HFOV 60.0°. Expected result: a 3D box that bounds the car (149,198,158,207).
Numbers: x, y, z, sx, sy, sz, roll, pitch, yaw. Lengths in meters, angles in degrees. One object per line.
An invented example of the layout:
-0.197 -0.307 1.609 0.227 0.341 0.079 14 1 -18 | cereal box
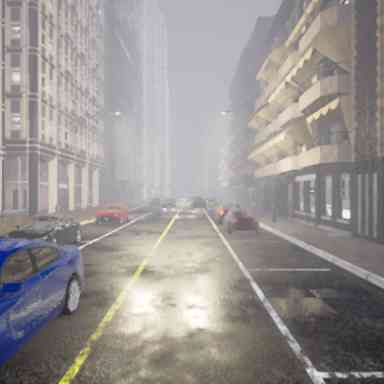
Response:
-5.680 1.584 52.622 1.947 1.339 4.313 0 0 0 | car

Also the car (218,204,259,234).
2.695 1.585 18.730 1.802 1.307 4.206 0 0 0 | car

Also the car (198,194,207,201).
2.708 1.366 86.513 2.192 1.841 5.009 0 0 0 | car

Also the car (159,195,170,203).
-5.676 1.473 69.569 1.967 1.590 4.097 0 0 0 | car

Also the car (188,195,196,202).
0.016 1.434 77.178 1.812 1.442 4.674 0 0 0 | car

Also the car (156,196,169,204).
-5.677 1.578 63.919 2.008 1.369 4.403 0 0 0 | car

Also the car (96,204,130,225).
-5.684 1.549 24.380 1.887 1.381 4.507 0 0 0 | car

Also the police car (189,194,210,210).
0.908 1.437 42.146 1.930 1.638 5.238 0 0 0 | police car

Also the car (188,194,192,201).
0.701 1.370 52.007 2.097 1.767 4.553 0 0 0 | car

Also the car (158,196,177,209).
-3.074 1.561 46.436 2.033 1.411 5.357 0 0 0 | car

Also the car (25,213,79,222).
-5.686 1.552 13.083 2.008 1.369 4.403 0 0 0 | car

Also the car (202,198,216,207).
2.702 1.584 52.621 1.947 1.339 4.313 0 0 0 | car

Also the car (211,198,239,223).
2.696 1.445 24.379 1.967 1.590 4.097 0 0 0 | car

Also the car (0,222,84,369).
-3.100 1.478 4.669 1.882 1.535 5.008 0 0 0 | car

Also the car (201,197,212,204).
2.703 1.578 63.919 2.008 1.369 4.403 0 0 0 | car

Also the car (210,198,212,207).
2.700 1.540 47.142 1.752 1.417 4.829 0 0 0 | car

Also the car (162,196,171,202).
-5.675 1.564 75.047 1.752 1.417 4.829 0 0 0 | car

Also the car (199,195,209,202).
2.705 1.479 75.215 1.967 1.590 4.097 0 0 0 | car
